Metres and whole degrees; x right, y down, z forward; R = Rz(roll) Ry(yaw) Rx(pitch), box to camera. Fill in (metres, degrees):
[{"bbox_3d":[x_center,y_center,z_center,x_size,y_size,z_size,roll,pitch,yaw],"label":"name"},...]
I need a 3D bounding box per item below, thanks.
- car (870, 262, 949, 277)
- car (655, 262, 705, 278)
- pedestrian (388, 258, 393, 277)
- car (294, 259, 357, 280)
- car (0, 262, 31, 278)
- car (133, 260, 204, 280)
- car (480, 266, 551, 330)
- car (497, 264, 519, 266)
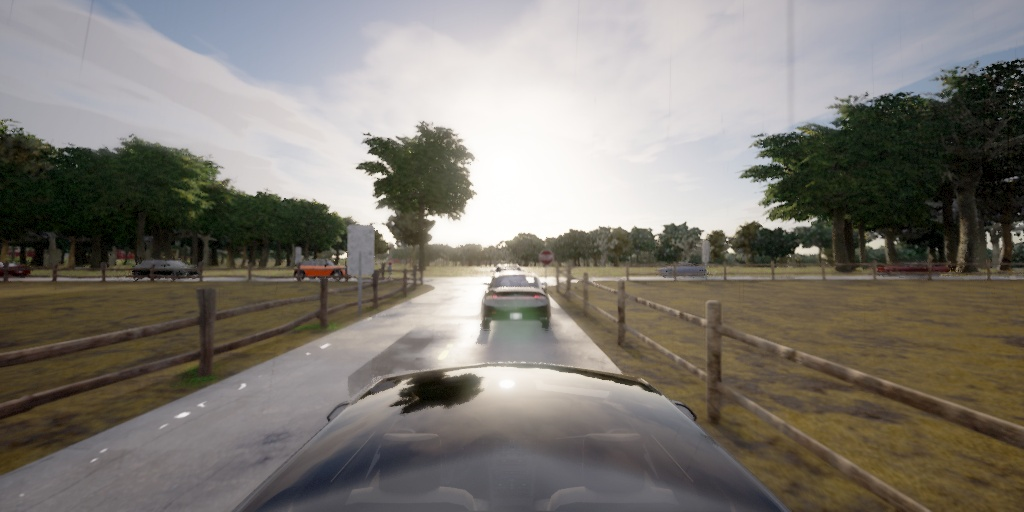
[{"bbox_3d":[34.677,1.194,31.453,4.718,1.301,1.895,0,-2,9],"label":"car"},{"bbox_3d":[15.219,1.276,32.600,4.181,1.385,1.994,0,-1,0],"label":"car"},{"bbox_3d":[-12.113,1.148,35.691,0.375,1.860,0.375,0,-1,0],"label":"pedestrian"},{"bbox_3d":[-15.376,1.090,29.717,4.553,1.767,2.097,0,-1,0],"label":"car"},{"bbox_3d":[-47.054,1.275,32.612,5.008,1.535,1.882,0,-1,1],"label":"car"},{"bbox_3d":[-28.333,1.086,29.718,4.553,1.767,2.097,0,-1,0],"label":"car"},{"bbox_3d":[0.101,1.231,11.050,2.128,1.511,4.902,0,0,0],"label":"car"},{"bbox_3d":[-0.279,1.239,21.574,2.128,1.511,4.902,0,0,-5],"label":"car"}]
